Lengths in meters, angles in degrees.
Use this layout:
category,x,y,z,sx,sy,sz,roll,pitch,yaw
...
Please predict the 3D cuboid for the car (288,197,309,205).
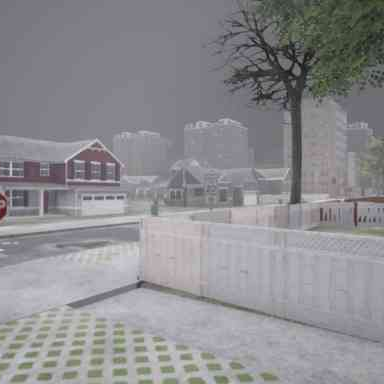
category,x,y,z,sx,sy,sz,roll,pitch,yaw
car,14.817,1.424,46.260,2.128,1.511,4.902,0,0,35
